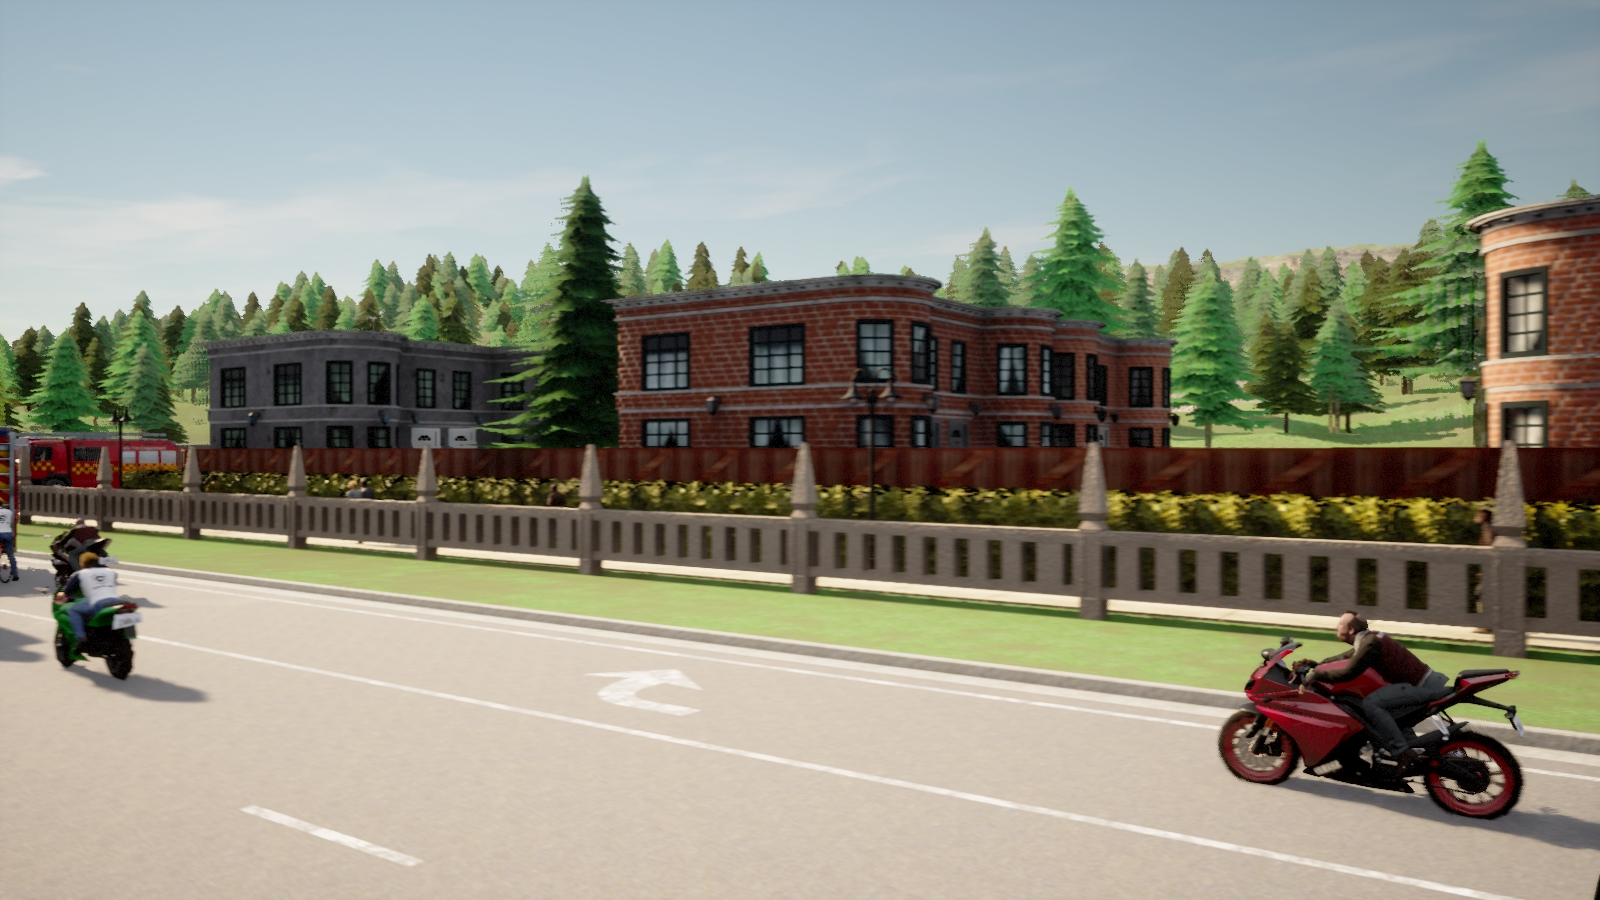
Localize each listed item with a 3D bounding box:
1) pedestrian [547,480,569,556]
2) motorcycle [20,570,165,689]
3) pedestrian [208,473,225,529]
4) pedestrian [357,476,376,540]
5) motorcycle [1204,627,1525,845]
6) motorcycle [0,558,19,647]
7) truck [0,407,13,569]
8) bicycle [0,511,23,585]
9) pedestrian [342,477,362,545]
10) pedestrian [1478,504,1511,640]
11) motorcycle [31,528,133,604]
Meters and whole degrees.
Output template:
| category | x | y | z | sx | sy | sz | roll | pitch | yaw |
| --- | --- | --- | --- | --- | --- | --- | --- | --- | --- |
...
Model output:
| category | x | y | z | sx | sy | sz | roll | pitch | yaw |
| --- | --- | --- | --- | --- | --- | --- | --- | --- | --- |
| pedestrian | -6.078 | 1.696 | 28.690 | 0.375 | 1.860 | 0.375 | 0 | 0 | 36 |
| motorcycle | -8.831 | 2.186 | 14.239 | 2.033 | 1.199 | 0.803 | 0 | 0 | 35 |
| pedestrian | -19.524 | 1.699 | 38.205 | 0.375 | 1.860 | 0.375 | 0 | 0 | 35 |
| pedestrian | -12.761 | 1.697 | 33.655 | 0.375 | 1.860 | 0.375 | 0 | 0 | 33 |
| motorcycle | 4.498 | 2.205 | 9.180 | 2.209 | 1.251 | 0.867 | 0 | 0 | 35 |
| motorcycle | -12.261 | 2.186 | 16.641 | 2.033 | 1.199 | 0.803 | 0 | 0 | 35 |
| truck | -23.063 | 0.891 | 28.472 | 8.468 | 3.827 | 2.891 | 0 | 0 | 35 |
| bicycle | -17.098 | 2.056 | 24.301 | 1.643 | 1.496 | 0.373 | 0 | 0 | 35 |
| pedestrian | -12.511 | 1.696 | 31.875 | 0.375 | 1.860 | 0.375 | 0 | 0 | 35 |
| pedestrian | 9.782 | 1.697 | 16.096 | 0.375 | 1.860 | 0.375 | 0 | 0 | 35 |
| motorcycle | -13.853 | 2.205 | 22.029 | 2.209 | 1.251 | 0.867 | 0 | 0 | 35 |
